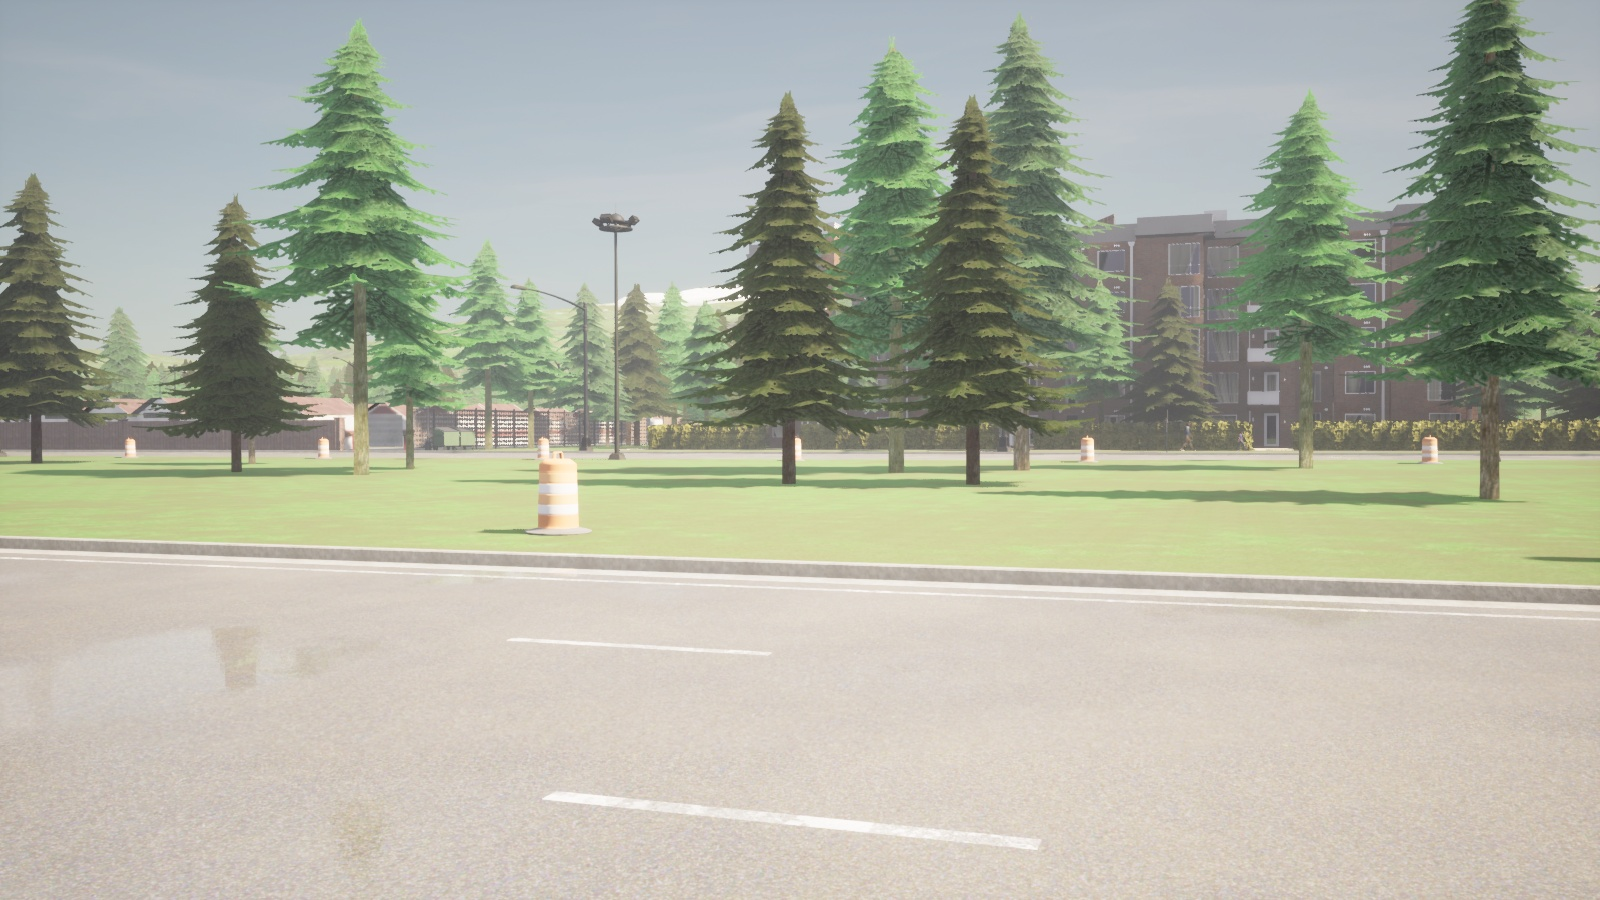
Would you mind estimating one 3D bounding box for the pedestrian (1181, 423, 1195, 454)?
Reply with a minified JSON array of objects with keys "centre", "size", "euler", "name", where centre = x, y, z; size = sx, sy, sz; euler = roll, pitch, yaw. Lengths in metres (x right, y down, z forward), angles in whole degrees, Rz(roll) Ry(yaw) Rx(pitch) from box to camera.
[{"centre":[24.353,-0.715,78.823],"size":[0.788,1.949,0.423],"euler":[1,1,18],"name":"pedestrian"}]
